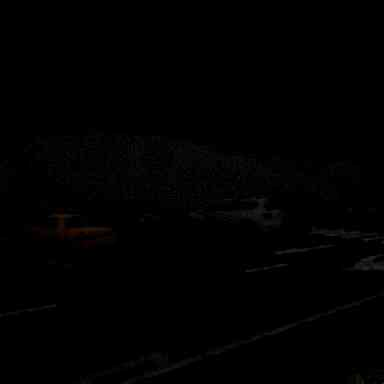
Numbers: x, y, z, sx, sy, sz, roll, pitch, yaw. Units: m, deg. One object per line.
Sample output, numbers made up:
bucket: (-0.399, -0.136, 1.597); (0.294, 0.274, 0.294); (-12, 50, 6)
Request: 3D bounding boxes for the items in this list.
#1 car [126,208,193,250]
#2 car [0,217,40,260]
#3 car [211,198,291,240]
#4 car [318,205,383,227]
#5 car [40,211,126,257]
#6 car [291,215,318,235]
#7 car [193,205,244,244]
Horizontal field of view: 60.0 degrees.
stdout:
car: (-2.710, 1.555, 14.700); (4.892, 1.521, 2.231); (-1, -1, 35)
car: (-7.598, 1.525, 11.258); (4.792, 1.488, 2.163); (-1, -1, 35)
car: (2.117, 1.368, 18.183); (5.566, 2.045, 2.435); (-1, -1, 35)
car: (11.859, 1.818, 25.082); (4.674, 1.452, 2.002); (-1, -1, 35)
car: (-5.297, 1.523, 13.079); (5.366, 1.575, 1.946); (-1, -1, 35)
car: (4.570, 1.657, 19.907); (4.892, 1.521, 2.231); (-1, -2, 34)
car: (-0.286, 1.586, 16.442); (5.008, 1.535, 2.097); (-1, -1, 35)
